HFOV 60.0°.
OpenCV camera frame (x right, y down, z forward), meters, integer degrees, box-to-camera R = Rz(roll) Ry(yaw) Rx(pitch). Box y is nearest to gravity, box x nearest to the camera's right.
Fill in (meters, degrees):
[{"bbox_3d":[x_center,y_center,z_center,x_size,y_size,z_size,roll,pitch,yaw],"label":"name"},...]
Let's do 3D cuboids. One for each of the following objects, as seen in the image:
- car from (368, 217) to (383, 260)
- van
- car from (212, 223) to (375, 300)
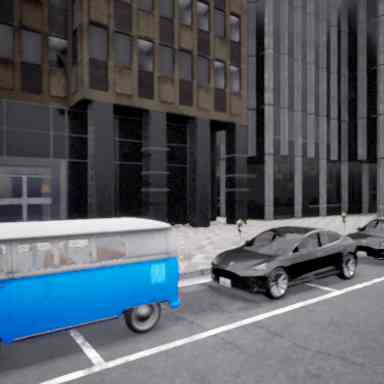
[{"bbox_3d":[7.078,1.572,11.702,4.313,1.339,1.947,0,0,-36],"label":"car"},{"bbox_3d":[-2.100,1.342,5.155,3.998,1.788,1.690,0,0,-36],"label":"van"},{"bbox_3d":[2.489,1.569,8.428,4.313,1.339,1.947,0,0,-36],"label":"car"}]
